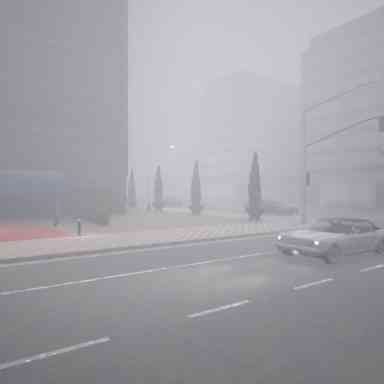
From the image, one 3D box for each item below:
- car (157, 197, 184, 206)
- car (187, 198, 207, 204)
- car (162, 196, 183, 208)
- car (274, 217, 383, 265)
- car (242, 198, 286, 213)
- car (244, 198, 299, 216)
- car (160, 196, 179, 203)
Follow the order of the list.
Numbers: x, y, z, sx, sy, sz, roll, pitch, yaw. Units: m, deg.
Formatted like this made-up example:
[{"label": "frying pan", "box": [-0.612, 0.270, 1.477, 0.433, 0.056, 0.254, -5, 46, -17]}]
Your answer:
[{"label": "car", "box": [-3.634, 1.547, 55.356, 2.033, 1.411, 5.357, 0, 0, -35]}, {"label": "car", "box": [0.895, 1.564, 61.402, 1.994, 1.385, 4.181, 0, 0, -34]}, {"label": "car", "box": [-3.193, 1.353, 48.594, 2.097, 1.767, 4.553, 0, 0, -35]}, {"label": "car", "box": [5.125, 1.601, 11.740, 4.718, 1.301, 1.895, 0, 0, -33]}, {"label": "car", "box": [8.174, 1.478, 38.418, 1.882, 1.535, 5.008, 0, 0, -35]}, {"label": "car", "box": [7.868, 1.547, 32.717, 2.033, 1.411, 5.357, 0, 0, -34]}, {"label": "car", "box": [-4.763, 1.600, 69.567, 1.895, 1.301, 4.718, 0, 0, -34]}]
